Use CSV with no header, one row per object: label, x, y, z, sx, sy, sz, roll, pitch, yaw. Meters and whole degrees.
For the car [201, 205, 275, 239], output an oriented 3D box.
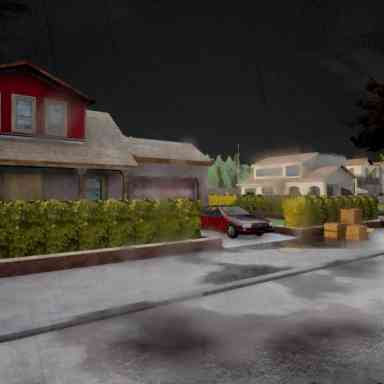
car,1.561,1.356,16.546,2.033,1.415,5.357,0,0,-33
